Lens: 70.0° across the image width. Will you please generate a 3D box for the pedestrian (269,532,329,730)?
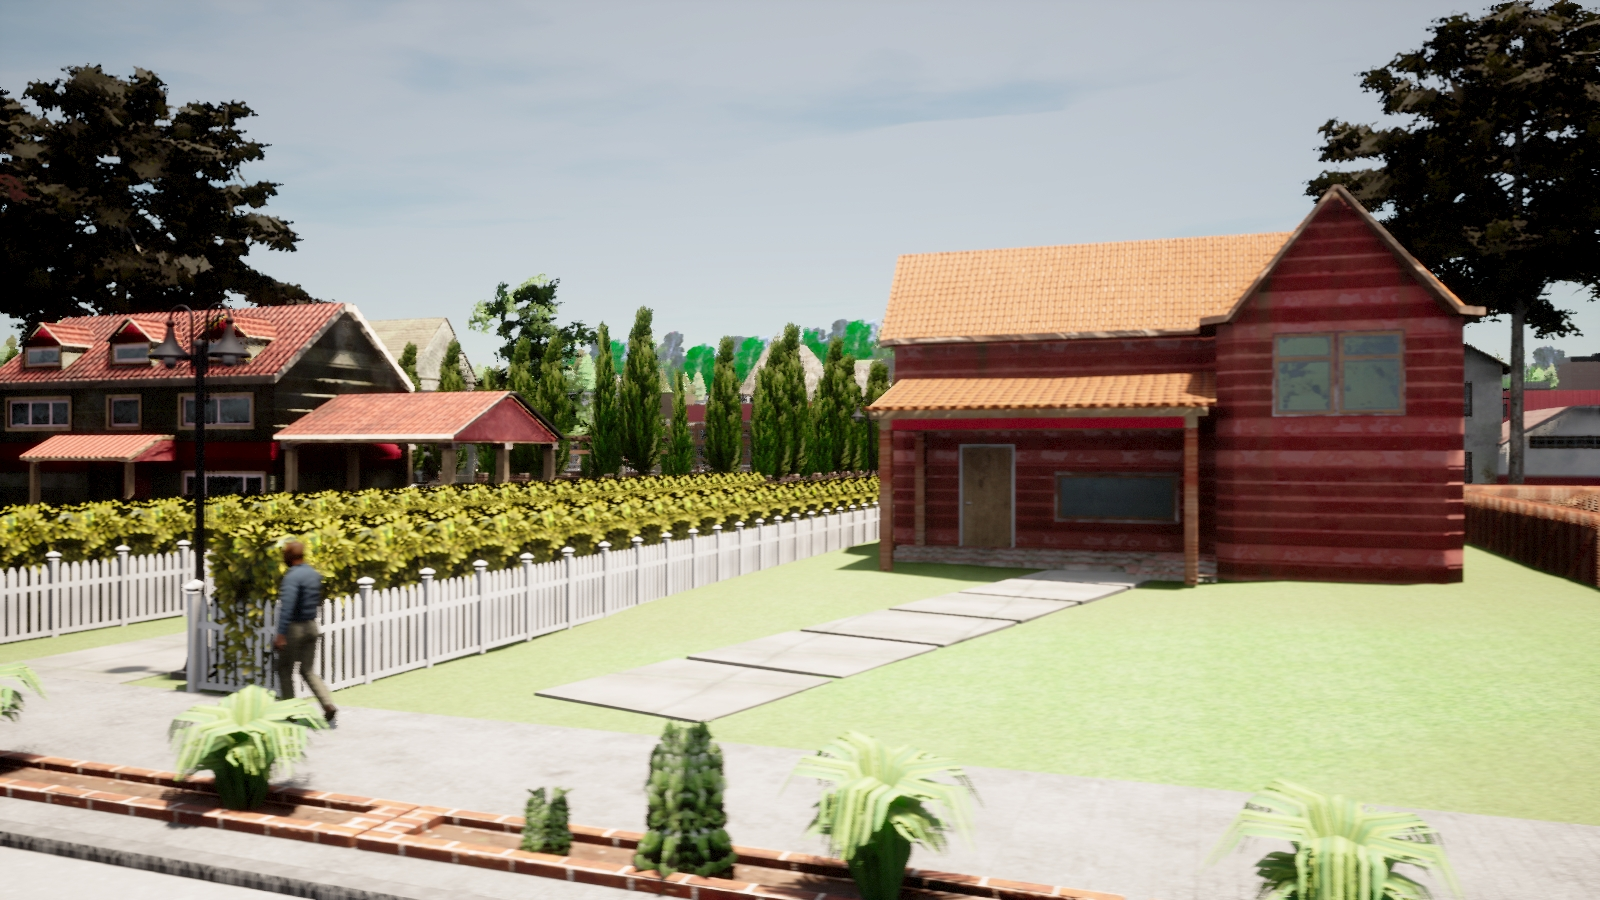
[{"bbox_3d":[-4.877,1.743,11.131,0.375,1.860,0.375,0,0,18],"label":"pedestrian"}]
